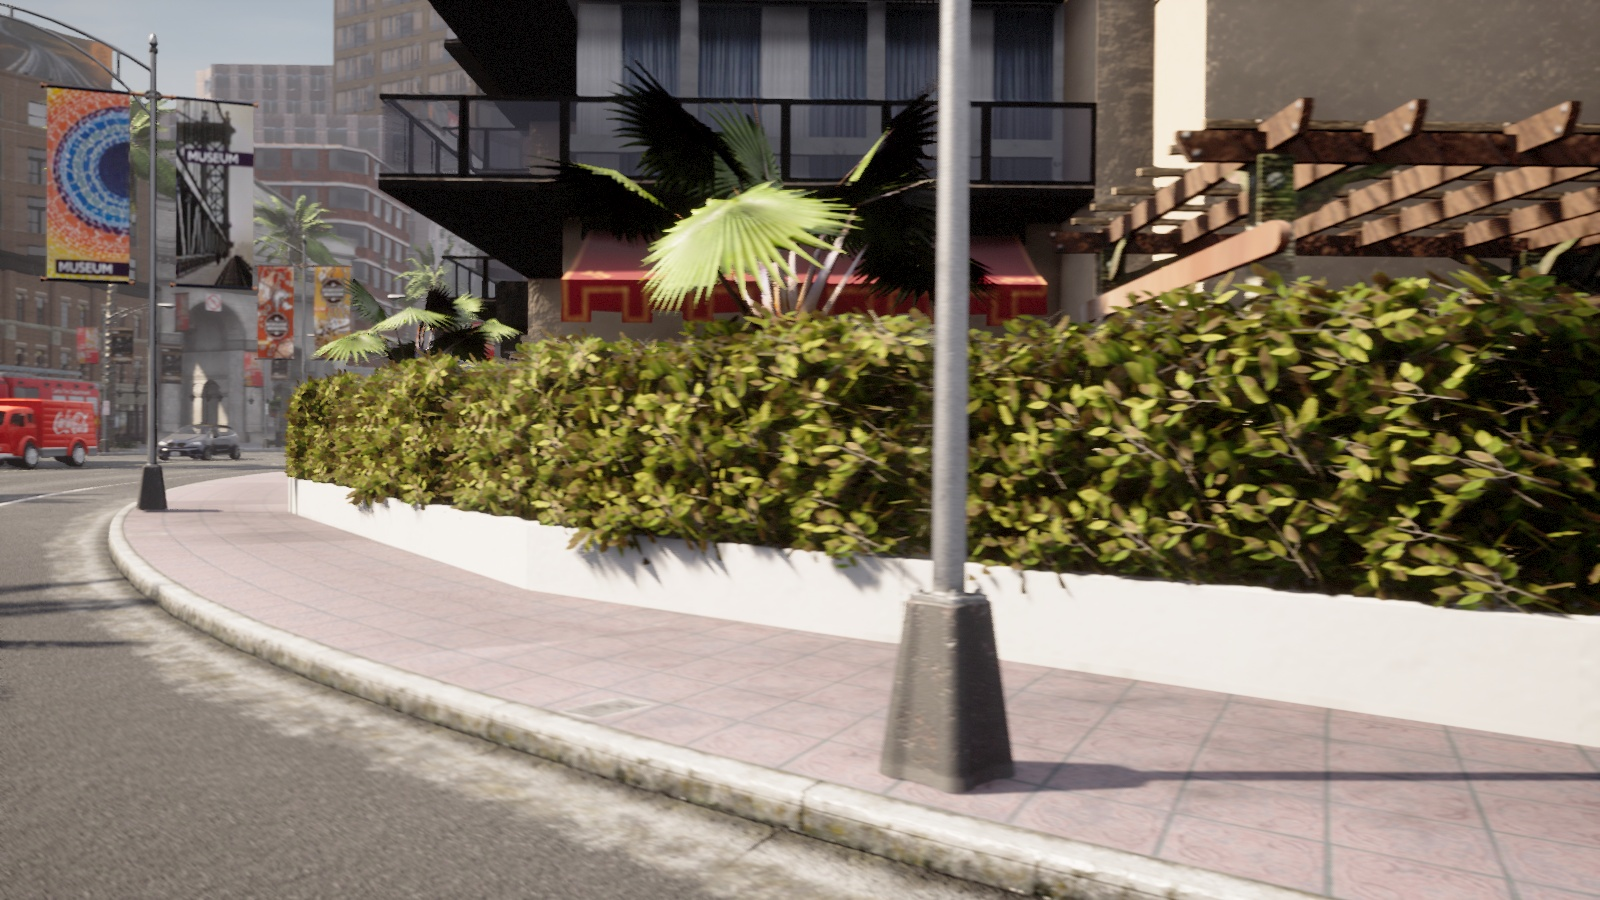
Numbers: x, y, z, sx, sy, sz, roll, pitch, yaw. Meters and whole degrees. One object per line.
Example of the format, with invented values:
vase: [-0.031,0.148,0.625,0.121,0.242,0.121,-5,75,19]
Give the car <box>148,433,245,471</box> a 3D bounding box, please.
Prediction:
car: [-27.816,0.070,58.067,2.242,1.667,4.611,0,1,0]

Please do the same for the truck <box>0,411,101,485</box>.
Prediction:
truck: [-27.763,-0.094,44.919,2.627,2.467,5.204,-1,1,-1]

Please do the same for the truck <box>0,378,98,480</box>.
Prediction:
truck: [-31.327,-0.796,49.196,2.891,3.827,8.468,0,1,0]
